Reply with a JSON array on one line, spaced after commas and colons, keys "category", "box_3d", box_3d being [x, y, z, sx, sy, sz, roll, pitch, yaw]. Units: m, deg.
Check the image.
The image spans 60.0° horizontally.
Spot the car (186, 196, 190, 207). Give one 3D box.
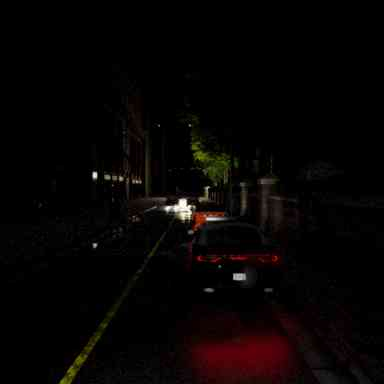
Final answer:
[{"category": "car", "box_3d": [0.126, 1.352, 47.818, 2.128, 1.511, 4.902, 0, 0, 1]}]

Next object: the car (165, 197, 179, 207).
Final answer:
[{"category": "car", "box_3d": [-2.895, 1.417, 48.978, 1.994, 1.385, 4.181, 0, 0, 0]}]

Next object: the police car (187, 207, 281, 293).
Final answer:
[{"category": "police car", "box_3d": [0.918, 1.420, 8.962, 1.930, 1.638, 5.238, 0, 0, 0]}]

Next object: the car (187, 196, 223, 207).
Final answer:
[{"category": "car", "box_3d": [0.939, 1.328, 18.821, 2.097, 1.767, 4.553, 0, 0, 0]}]

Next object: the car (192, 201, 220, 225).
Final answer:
[{"category": "car", "box_3d": [0.952, 1.467, 24.852, 1.837, 1.490, 4.892, 0, 0, 0]}]
